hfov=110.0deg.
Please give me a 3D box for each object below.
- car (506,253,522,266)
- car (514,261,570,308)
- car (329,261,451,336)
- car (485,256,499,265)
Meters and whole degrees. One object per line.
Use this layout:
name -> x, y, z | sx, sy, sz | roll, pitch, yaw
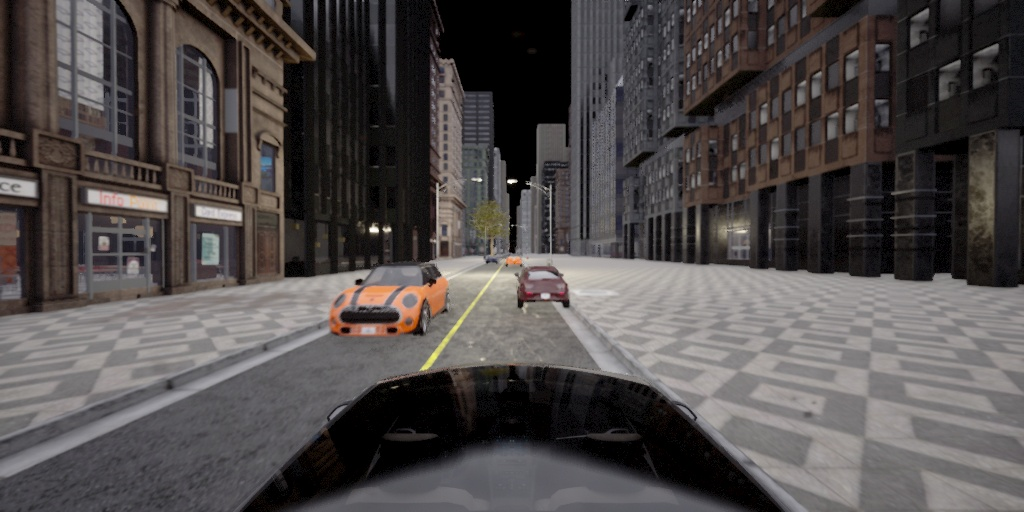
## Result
car -> 0.252, 0.414, 47.577 | 2.097, 1.767, 4.553 | 0, 1, 0
car -> 1.092, 1.089, 13.899 | 1.812, 1.442, 4.674 | 0, 1, 0
car -> -3.072, 0.973, 9.929 | 2.097, 1.767, 4.553 | 0, 1, 0
car -> -2.896, 0.592, 52.456 | 1.895, 1.301, 4.718 | 0, 1, 1
